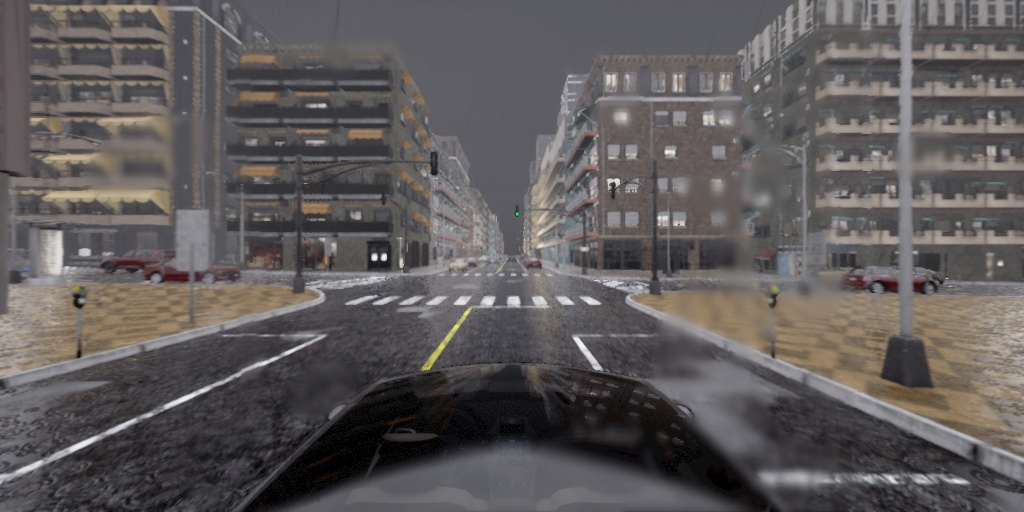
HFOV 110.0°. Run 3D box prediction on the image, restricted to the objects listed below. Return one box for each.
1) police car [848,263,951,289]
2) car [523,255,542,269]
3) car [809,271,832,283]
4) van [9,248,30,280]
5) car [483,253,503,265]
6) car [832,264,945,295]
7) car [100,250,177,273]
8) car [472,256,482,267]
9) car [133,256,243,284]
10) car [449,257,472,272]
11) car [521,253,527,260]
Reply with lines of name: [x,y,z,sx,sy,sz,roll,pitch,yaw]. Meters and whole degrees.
police car: [27.528,1.404,25.591,5.238,1.638,1.930,1,0,0]
car: [2.691,0.870,44.208,1.888,1.381,4.507,0,0,0]
car: [26.246,1.485,28.240,4.829,1.417,1.751,0,0,0]
van: [-28.575,0.451,19.467,3.998,1.789,1.690,0,0,0]
car: [-3.035,0.680,58.172,2.128,1.511,4.902,0,1,1]
car: [20.835,1.316,19.883,4.097,1.591,1.967,0,0,0]
car: [-28.646,0.420,27.847,5.009,1.841,2.192,0,0,0]
car: [-5.691,0.816,49.745,1.888,1.381,4.507,0,0,0]
car: [-17.262,0.830,19.554,4.507,1.381,1.888,0,0,0]
car: [-5.690,0.906,38.529,1.751,1.417,4.829,0,0,0]
car: [2.691,0.710,49.732,1.967,1.591,4.097,0,0,0]
